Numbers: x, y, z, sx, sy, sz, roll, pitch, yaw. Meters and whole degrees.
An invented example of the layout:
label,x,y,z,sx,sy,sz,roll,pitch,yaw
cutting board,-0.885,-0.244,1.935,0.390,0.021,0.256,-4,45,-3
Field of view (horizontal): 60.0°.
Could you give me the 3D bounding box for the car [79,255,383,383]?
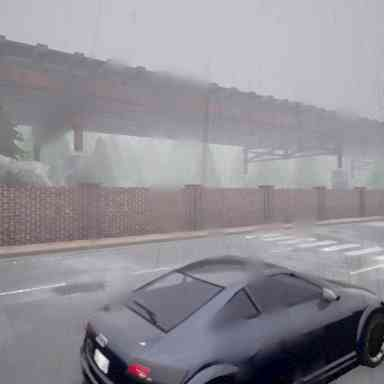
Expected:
label,x,y,z,sx,sy,sz,roll,pitch,yaw
car,0.772,1.563,4.305,4.181,1.385,1.994,0,0,-36
